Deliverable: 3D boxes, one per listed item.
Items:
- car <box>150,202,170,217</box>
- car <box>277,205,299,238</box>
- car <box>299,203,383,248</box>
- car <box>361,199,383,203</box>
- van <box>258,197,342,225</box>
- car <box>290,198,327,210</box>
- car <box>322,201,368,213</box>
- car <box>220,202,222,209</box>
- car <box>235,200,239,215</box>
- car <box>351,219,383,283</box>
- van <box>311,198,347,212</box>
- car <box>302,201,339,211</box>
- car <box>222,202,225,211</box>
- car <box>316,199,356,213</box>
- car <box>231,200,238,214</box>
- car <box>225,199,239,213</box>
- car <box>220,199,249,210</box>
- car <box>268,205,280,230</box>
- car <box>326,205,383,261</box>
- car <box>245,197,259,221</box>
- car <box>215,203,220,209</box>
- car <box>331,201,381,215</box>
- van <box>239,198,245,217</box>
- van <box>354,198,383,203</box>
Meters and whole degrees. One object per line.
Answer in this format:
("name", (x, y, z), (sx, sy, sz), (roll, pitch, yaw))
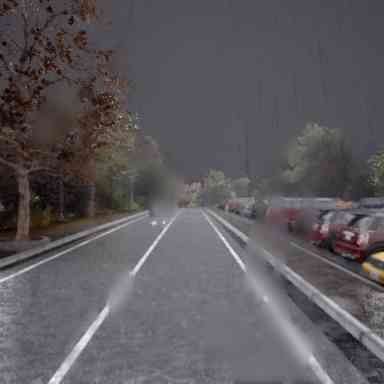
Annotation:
("car", (-3.375, 1.850, 35.483), (2.128, 1.511, 4.902), (0, -1, 0))
("car", (6.982, 1.575, 15.899), (5.008, 1.535, 2.097), (0, 0, 0))
("car", (6.963, 1.437, 13.123), (4.553, 1.767, 2.185), (0, 0, 0))
("car", (19.847, 1.762, 32.393), (5.366, 1.575, 1.946), (0, -1, 0))
("van", (6.859, 1.375, 21.452), (4.442, 1.987, 1.878), (0, 0, 0))
("car", (20.005, 2.036, 57.323), (5.566, 2.045, 2.435), (0, -2, 0))
("car", (20.002, 1.996, 43.598), (5.008, 1.535, 2.097), (0, -1, 0))
("car", (6.944, 2.143, 49.187), (4.792, 1.488, 2.163), (0, -1, 0))
("car", (6.954, 1.810, 32.533), (4.674, 1.452, 2.002), (0, -1, 0))
("car", (6.821, 1.534, 7.569), (5.366, 1.575, 1.946), (0, 0, 0))
("van", (20.112, 1.883, 49.017), (4.442, 1.987, 1.878), (0, -1, 0))
("car", (19.983, 2.167, 51.782), (4.892, 1.521, 2.231), (0, -1, 0))
("car", (6.923, 2.097, 46.411), (4.674, 1.452, 2.002), (0, -1, 0))
("car", (19.970, 1.926, 46.246), (4.553, 1.767, 2.185), (0, -1, 0))
("car", (6.915, 1.857, 35.310), (4.792, 1.488, 2.163), (0, -1, 0))
("car", (6.938, 1.942, 40.861), (5.008, 1.535, 2.097), (0, -1, 0))
("car", (6.934, 2.106, 54.737), (4.553, 1.767, 2.185), (0, -1, 0))
("car", (6.984, 1.628, 18.674), (4.674, 1.452, 2.002), (0, 0, 0))
("car", (6.969, 1.424, 10.347), (4.553, 1.767, 2.185), (0, 0, 0))
("car", (6.998, 1.362, 24.228), (5.566, 2.045, 2.435), (0, 0, 0))
("car", (6.880, 1.920, 51.968), (5.566, 2.045, 2.435), (0, -1, 0))
("car", (20.008, 1.937, 40.703), (5.008, 1.535, 2.097), (0, -1, 0))
("van", (6.841, 1.487, 29.763), (4.442, 1.987, 1.878), (0, -1, 0))
("van", (20.142, 1.597, 35.169), (4.442, 1.987, 1.878), (0, -1, 0))
